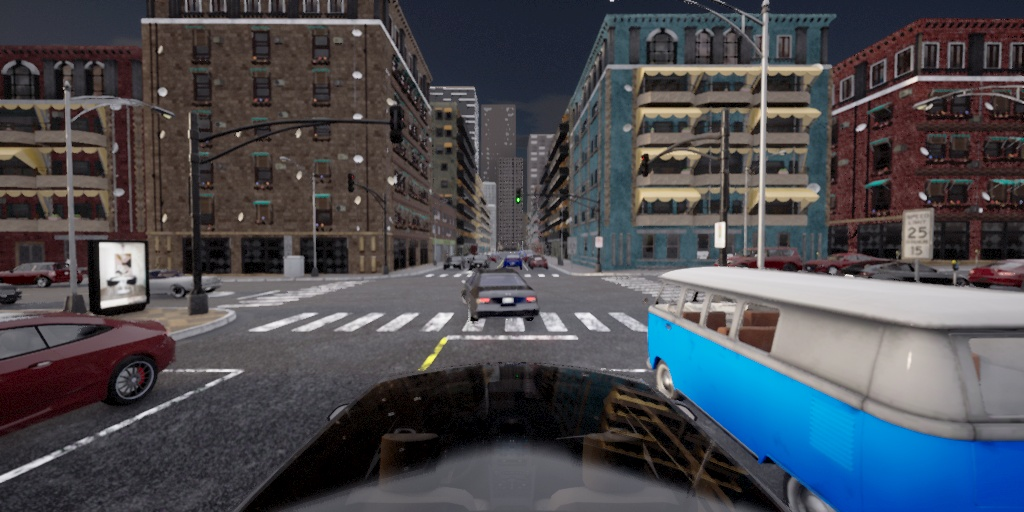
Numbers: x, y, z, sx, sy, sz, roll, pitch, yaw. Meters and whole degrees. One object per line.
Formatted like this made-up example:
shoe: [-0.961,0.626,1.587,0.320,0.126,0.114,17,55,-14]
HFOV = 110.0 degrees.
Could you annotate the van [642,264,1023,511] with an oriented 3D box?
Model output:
van: [2.689,1.055,3.507,1.690,1.789,3.998,0,0,0]

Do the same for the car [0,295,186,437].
car: [-5.692,1.296,3.509,1.802,1.307,4.207,0,0,0]

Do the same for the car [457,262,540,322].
car: [-0.549,1.105,11.404,2.033,1.411,5.357,0,1,-10]

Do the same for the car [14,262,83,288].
car: [-30.260,1.156,22.866,4.097,1.591,1.967,0,0,0]

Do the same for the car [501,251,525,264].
car: [0.101,0.517,37.921,1.882,1.535,5.008,0,1,0]

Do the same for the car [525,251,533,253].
car: [2.691,0.306,52.462,1.888,1.381,4.507,0,0,0]

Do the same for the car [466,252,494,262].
car: [-3.088,0.596,35.237,1.837,1.490,4.892,0,1,0]

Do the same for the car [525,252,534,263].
car: [2.691,0.538,41.418,1.948,1.339,4.313,0,0,0]

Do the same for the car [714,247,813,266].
car: [15.773,0.360,23.051,5.009,1.841,2.192,0,0,0]

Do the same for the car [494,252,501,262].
car: [-3.061,0.380,51.511,1.895,1.301,4.718,0,1,0]

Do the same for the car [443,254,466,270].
car: [-5.691,0.645,35.908,1.948,1.339,4.313,0,0,0]

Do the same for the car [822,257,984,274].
car: [15.794,0.842,14.674,4.313,1.339,1.948,0,0,0]

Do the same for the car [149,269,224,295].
car: [-16.678,1.280,17.046,4.718,1.301,1.895,-1,2,-1]

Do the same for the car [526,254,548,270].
car: [2.691,0.661,35.895,1.802,1.307,4.207,0,0,0]

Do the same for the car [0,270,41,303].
car: [-22.393,1.389,14.283,4.403,1.370,2.007,0,0,0]

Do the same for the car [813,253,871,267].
car: [21.344,0.509,23.090,4.507,1.381,1.888,0,0,0]

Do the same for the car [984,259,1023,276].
car: [21.364,0.777,14.712,4.207,1.307,1.802,0,0,0]
